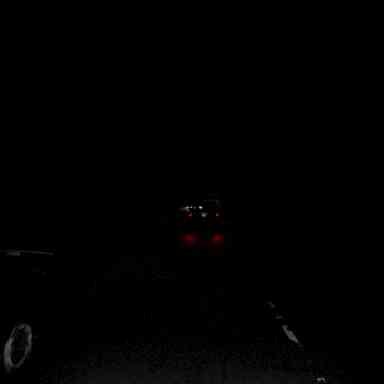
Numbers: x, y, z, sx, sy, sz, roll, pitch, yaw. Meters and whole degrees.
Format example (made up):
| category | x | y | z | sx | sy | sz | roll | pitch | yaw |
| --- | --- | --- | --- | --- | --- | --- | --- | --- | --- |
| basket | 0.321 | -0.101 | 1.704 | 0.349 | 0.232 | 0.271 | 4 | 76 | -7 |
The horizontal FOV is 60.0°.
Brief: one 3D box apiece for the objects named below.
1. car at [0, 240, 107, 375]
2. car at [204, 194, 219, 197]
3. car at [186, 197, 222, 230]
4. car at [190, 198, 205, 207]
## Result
| category | x | y | z | sx | sy | sz | roll | pitch | yaw |
| --- | --- | --- | --- | --- | --- | --- | --- | --- | --- |
| car | -3.011 | 1.602 | 5.724 | 1.895 | 1.301 | 4.718 | 0 | 0 | 1 |
| car | 2.494 | 1.317 | 41.610 | 2.150 | 2.045 | 5.566 | 0 | 0 | 6 |
| car | 0.811 | 1.399 | 21.579 | 2.097 | 1.767 | 4.553 | 0 | 0 | 3 |
| car | 0.981 | 1.702 | 54.563 | 1.895 | 1.301 | 4.718 | 0 | 0 | 8 |
